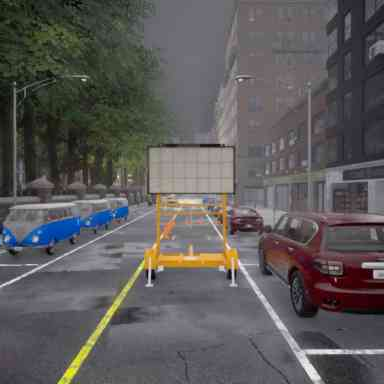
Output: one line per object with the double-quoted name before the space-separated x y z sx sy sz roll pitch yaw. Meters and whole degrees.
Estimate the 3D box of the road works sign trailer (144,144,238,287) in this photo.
"road works sign trailer" -0.017 0.462 9.312 2.380 3.560 2.880 0 0 0

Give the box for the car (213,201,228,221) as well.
"car" 2.810 1.570 24.345 1.802 1.307 4.206 0 0 0

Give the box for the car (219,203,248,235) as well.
"car" 2.820 1.537 18.685 1.887 1.381 4.507 0 0 0

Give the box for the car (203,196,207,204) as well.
"car" 2.779 1.512 41.326 1.887 1.381 4.507 0 0 0

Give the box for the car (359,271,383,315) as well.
"car" 2.851 1.582 1.703 1.802 1.307 4.206 0 0 0

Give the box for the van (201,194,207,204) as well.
"van" 2.758 1.290 52.647 1.690 1.788 3.998 0 0 0

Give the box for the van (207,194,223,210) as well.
"van" 2.789 1.316 35.665 1.690 1.788 3.998 0 0 0

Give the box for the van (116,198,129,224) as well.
"van" -5.716 1.329 24.301 1.690 1.788 3.998 0 0 0

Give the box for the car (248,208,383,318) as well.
"car" 2.840 1.314 7.363 2.192 1.841 5.009 0 0 0

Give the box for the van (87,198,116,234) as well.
"van" -5.706 1.334 18.643 1.690 1.788 3.998 0 0 0

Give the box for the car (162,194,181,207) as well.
"car" -3.179 1.429 51.671 1.882 1.535 5.008 0 0 0

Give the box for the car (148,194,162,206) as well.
"car" -5.767 1.264 52.591 2.192 1.841 5.009 0 0 0

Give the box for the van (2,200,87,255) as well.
"van" -5.695 1.337 12.986 1.690 1.788 3.998 0 0 0

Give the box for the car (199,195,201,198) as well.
"car" 2.748 1.504 58.308 1.947 1.339 4.313 0 0 0

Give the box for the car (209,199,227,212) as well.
"car" 2.799 1.564 30.006 1.802 1.307 4.206 0 0 0
